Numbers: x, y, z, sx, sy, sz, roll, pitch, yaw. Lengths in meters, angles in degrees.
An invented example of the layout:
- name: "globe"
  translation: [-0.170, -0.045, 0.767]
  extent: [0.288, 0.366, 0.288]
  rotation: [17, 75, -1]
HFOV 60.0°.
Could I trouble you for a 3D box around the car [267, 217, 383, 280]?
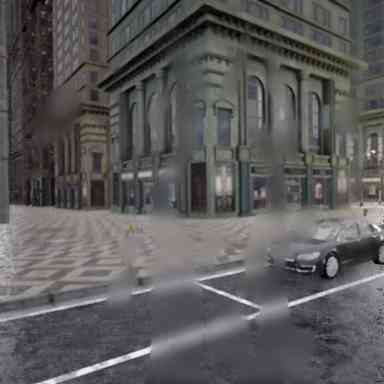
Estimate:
- name: "car"
  translation: [4.020, 1.446, 9.522]
  extent: [4.403, 1.369, 2.008]
  rotation: [-1, 0, -36]
